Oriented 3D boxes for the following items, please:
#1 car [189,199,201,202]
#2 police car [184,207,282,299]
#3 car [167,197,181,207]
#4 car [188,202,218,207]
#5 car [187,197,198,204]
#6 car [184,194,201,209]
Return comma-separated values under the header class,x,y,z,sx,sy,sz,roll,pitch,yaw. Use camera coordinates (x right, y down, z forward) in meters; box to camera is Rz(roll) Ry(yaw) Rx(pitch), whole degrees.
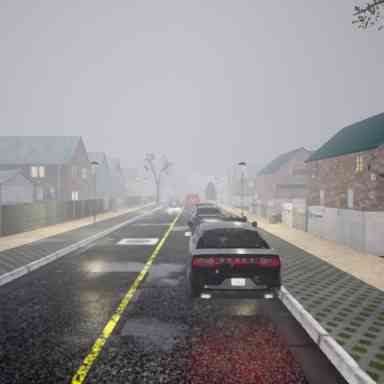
class,x,y,z,sx,sy,sz,roll,pitch,yaw
car,0.869,1.519,24.490,1.837,1.490,4.892,0,0,0
police car,0.840,1.424,8.598,1.930,1.638,5.238,0,0,0
car,-2.656,1.563,50.890,2.128,1.511,4.902,0,0,0
car,0.859,1.512,18.489,1.837,1.490,4.892,0,0,0
car,0.121,1.677,66.029,2.033,1.411,5.357,0,0,0
car,0.121,1.281,46.803,2.150,2.045,5.566,0,0,1
